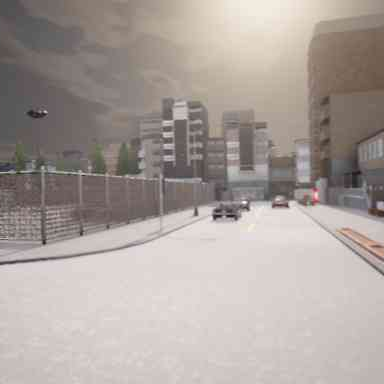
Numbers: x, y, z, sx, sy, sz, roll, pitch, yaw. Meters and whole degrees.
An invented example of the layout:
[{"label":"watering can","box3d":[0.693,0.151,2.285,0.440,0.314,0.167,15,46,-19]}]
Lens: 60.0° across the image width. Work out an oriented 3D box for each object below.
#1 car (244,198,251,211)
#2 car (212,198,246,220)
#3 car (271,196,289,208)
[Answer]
[{"label":"car","box3d":[5.209,1.294,35.718,1.994,1.385,4.181,-1,0,14]},{"label":"car","box3d":[2.805,1.427,25.941,1.895,1.301,4.718,-1,0,14]},{"label":"car","box3d":[10.460,1.158,39.571,1.994,1.385,4.181,-1,0,14]}]
